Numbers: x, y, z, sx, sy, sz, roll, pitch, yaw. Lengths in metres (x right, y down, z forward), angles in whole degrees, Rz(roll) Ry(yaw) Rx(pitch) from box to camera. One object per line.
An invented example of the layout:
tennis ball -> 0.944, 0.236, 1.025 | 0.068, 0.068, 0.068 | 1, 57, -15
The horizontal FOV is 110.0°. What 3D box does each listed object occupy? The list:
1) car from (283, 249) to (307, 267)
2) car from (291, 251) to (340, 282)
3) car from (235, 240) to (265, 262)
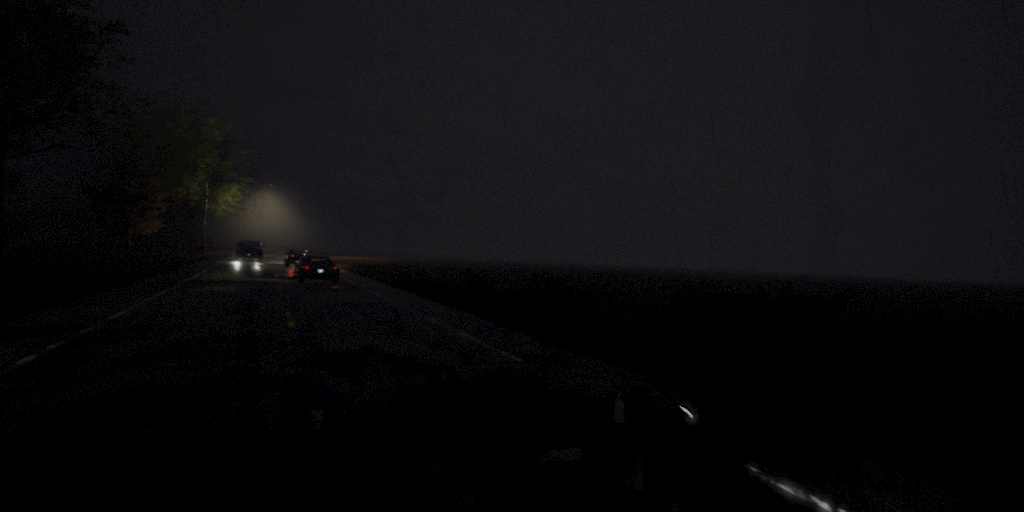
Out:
car -> -18.834, 0.151, 31.526 | 2.128, 1.511, 4.902 | 3, 0, -34
car -> -11.052, 0.671, 20.292 | 1.994, 1.385, 4.181 | 3, 0, -34
car -> -26.308, -0.554, 36.043 | 2.150, 2.045, 5.566 | 3, 0, -35
